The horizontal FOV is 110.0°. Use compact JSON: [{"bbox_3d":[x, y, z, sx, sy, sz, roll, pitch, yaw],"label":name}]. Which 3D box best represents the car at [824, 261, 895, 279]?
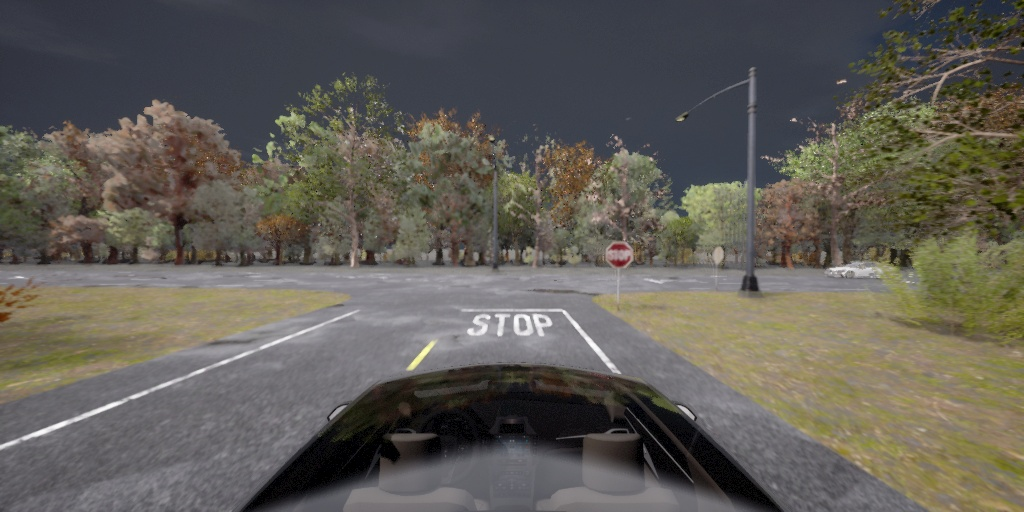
[{"bbox_3d":[27.954,1.154,28.855,4.674,1.442,1.812,-1,1,0],"label":"car"}]
